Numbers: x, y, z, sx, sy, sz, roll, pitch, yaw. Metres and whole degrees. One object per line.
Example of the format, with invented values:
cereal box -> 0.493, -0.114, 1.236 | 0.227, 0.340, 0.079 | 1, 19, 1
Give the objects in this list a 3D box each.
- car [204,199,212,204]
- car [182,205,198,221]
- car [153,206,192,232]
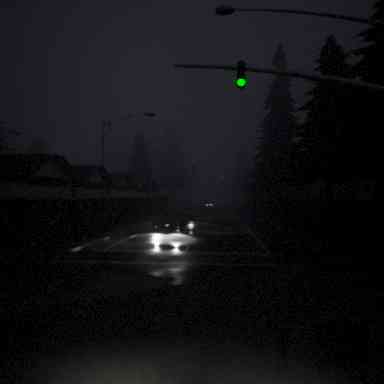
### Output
car -> 4.508, 2.757, 94.403 | 2.128, 1.511, 4.902 | 1, -1, -7
car -> -0.459, 2.031, 33.179 | 2.033, 1.411, 5.357 | 1, -1, 5
car -> -1.379, 1.921, 22.845 | 1.994, 1.385, 4.181 | 1, -1, 5
